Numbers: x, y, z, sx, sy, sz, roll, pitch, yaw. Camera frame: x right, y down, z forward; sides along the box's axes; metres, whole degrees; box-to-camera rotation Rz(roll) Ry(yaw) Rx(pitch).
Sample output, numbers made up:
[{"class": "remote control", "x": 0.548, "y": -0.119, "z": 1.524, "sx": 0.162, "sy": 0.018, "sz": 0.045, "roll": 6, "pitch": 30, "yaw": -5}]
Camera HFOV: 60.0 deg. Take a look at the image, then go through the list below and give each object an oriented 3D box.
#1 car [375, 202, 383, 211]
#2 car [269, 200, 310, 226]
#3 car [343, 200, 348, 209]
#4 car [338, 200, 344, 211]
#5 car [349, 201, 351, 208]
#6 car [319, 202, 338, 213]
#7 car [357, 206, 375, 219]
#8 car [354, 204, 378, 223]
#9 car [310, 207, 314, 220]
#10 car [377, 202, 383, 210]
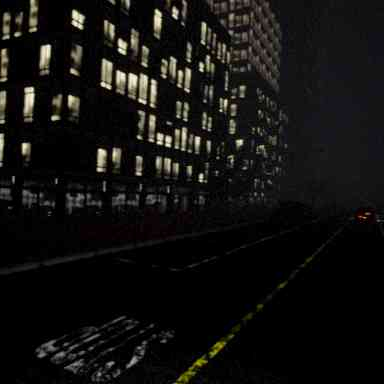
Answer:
[{"class": "car", "x": 46.180, "y": 3.500, "z": 81.660, "sx": 2.192, "sy": 1.841, "sz": 5.009, "roll": 3, "pitch": 0, "yaw": 28}, {"class": "car", "x": 7.683, "y": 1.615, "z": 26.650, "sx": 2.192, "sy": 1.841, "sz": 5.009, "roll": 3, "pitch": 0, "yaw": 28}, {"class": "car", "x": 31.353, "y": 2.849, "z": 70.708, "sx": 1.967, "sy": 1.590, "sz": 4.097, "roll": 3, "pitch": 0, "yaw": 28}, {"class": "car", "x": 26.085, "y": 2.712, "z": 60.918, "sx": 2.008, "sy": 1.369, "sz": 4.403, "roll": 3, "pitch": 0, "yaw": 28}, {"class": "car", "x": 39.252, "y": 3.097, "z": 85.393, "sx": 2.192, "sy": 1.841, "sz": 5.009, "roll": 3, "pitch": 0, "yaw": 28}, {"class": "car", "x": 20.830, "y": 2.354, "z": 51.127, "sx": 1.967, "sy": 1.590, "sz": 4.097, "roll": 3, "pitch": 0, "yaw": 28}, {"class": "car", "x": 23.151, "y": 2.677, "z": 44.195, "sx": 1.895, "sy": 1.301, "sz": 4.718, "roll": 3, "pitch": 0, "yaw": 29}, {"class": "car", "x": 18.312, "y": 2.356, "z": 35.102, "sx": 1.837, "sy": 1.490, "sz": 4.892, "roll": 3, "pitch": 1, "yaw": 29}, {"class": "car", "x": 10.306, "y": 1.862, "z": 31.546, "sx": 1.967, "sy": 1.590, "sz": 4.097, "roll": 3, "pitch": 0, "yaw": 28}, {"class": "car", "x": 40.906, "y": 3.487, "z": 71.870, "sx": 2.008, "sy": 1.369, "sz": 4.403, "roll": 3, "pitch": 0, "yaw": 28}]
